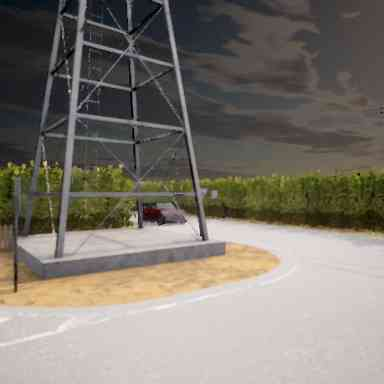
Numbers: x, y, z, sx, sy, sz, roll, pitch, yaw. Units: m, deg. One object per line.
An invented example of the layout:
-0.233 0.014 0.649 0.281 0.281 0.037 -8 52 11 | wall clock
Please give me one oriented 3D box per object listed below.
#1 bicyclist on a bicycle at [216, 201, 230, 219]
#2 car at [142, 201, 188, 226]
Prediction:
2.784 1.611 29.293 1.656 1.620 0.582 2 -1 -36 | bicyclist on a bicycle
-2.222 1.473 24.845 2.097 1.767 4.553 0 0 -36 | car
